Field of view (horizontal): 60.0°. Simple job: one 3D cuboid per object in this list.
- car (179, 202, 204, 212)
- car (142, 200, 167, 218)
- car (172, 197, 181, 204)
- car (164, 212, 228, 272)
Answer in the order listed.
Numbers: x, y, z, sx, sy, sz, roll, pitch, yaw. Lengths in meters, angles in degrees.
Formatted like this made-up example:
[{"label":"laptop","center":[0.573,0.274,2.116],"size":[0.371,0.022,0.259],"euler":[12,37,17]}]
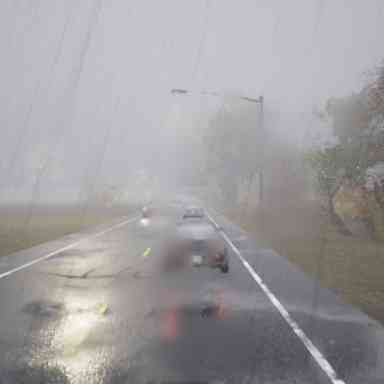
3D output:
[{"label":"car","center":[0.093,1.743,29.615],"size":[2.033,1.411,5.357],"euler":[0,0,0]},{"label":"car","center":[-3.599,1.565,32.689],"size":[2.097,1.767,4.553],"euler":[0,0,0]},{"label":"car","center":[-3.504,1.872,73.863],"size":[1.882,1.535,5.008],"euler":[0,0,0]},{"label":"car","center":[0.110,1.603,10.935],"size":[1.812,1.442,4.674],"euler":[0,0,0]}]
